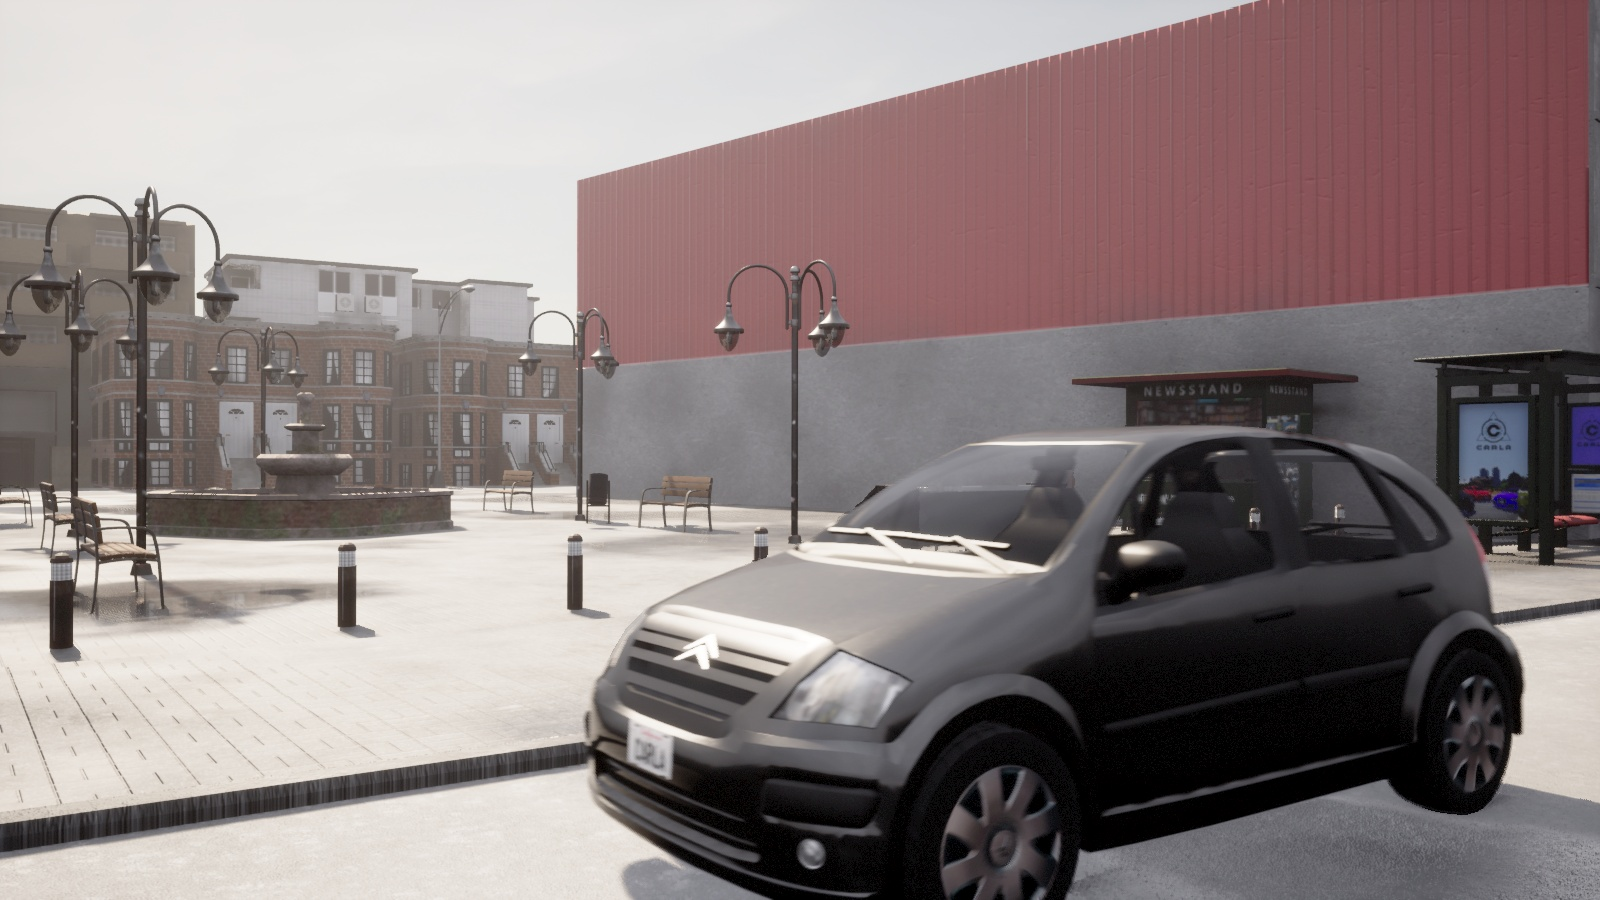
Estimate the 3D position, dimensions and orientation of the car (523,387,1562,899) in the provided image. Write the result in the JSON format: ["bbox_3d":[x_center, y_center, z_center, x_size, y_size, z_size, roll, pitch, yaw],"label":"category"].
[{"bbox_3d":[1.133,0.653,5.061,3.988,1.617,1.851,0,0,-35],"label":"car"}]
